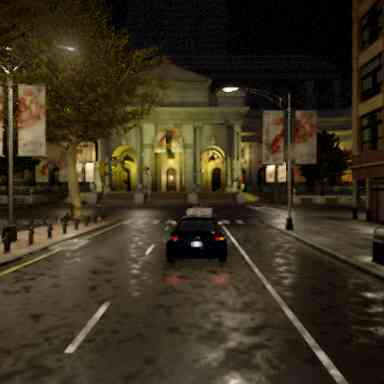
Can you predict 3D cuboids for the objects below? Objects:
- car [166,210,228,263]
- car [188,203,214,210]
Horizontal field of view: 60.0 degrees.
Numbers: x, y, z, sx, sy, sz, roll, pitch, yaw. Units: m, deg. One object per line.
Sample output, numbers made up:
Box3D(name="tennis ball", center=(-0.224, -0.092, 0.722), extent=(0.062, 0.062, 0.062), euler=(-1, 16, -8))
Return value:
Box3D(name="car", center=(0.180, 1.539, 11.961), extent=(1.994, 1.385, 4.181), euler=(0, 0, 1))
Box3D(name="car", center=(0.805, 1.548, 27.113), extent=(1.895, 1.301, 4.718), euler=(0, 0, 7))
